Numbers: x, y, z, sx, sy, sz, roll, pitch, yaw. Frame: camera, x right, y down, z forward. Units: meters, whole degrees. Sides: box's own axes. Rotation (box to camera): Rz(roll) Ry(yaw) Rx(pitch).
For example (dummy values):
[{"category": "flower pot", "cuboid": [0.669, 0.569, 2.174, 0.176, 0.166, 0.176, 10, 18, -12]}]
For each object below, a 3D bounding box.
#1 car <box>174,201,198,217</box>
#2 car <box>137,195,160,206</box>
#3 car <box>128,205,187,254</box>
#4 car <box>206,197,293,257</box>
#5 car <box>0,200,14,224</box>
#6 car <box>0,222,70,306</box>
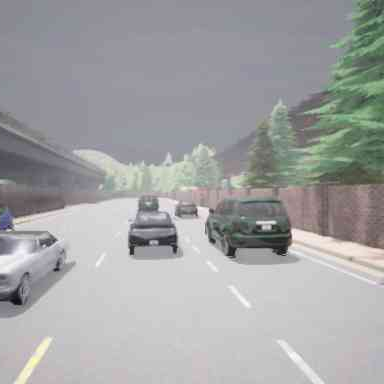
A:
[{"category": "car", "cuboid": [-0.593, 1.571, 31.813, 2.128, 1.511, 4.902, -1, 0, -8]}, {"category": "car", "cuboid": [-4.572, 1.351, 35.030, 2.150, 2.045, 5.566, -1, 0, -8]}, {"category": "car", "cuboid": [-1.637, 1.541, 13.885, 2.128, 1.511, 4.902, -1, 0, -8]}, {"category": "car", "cuboid": [2.006, 1.230, 13.203, 2.150, 2.045, 5.566, -1, 0, -8]}, {"category": "car", "cuboid": [-8.573, 1.347, 12.324, 2.150, 2.045, 5.566, -1, -1, -8]}, {"category": "car", "cuboid": [-4.501, 1.669, 8.206, 1.895, 1.301, 4.718, -1, 0, -7]}]
